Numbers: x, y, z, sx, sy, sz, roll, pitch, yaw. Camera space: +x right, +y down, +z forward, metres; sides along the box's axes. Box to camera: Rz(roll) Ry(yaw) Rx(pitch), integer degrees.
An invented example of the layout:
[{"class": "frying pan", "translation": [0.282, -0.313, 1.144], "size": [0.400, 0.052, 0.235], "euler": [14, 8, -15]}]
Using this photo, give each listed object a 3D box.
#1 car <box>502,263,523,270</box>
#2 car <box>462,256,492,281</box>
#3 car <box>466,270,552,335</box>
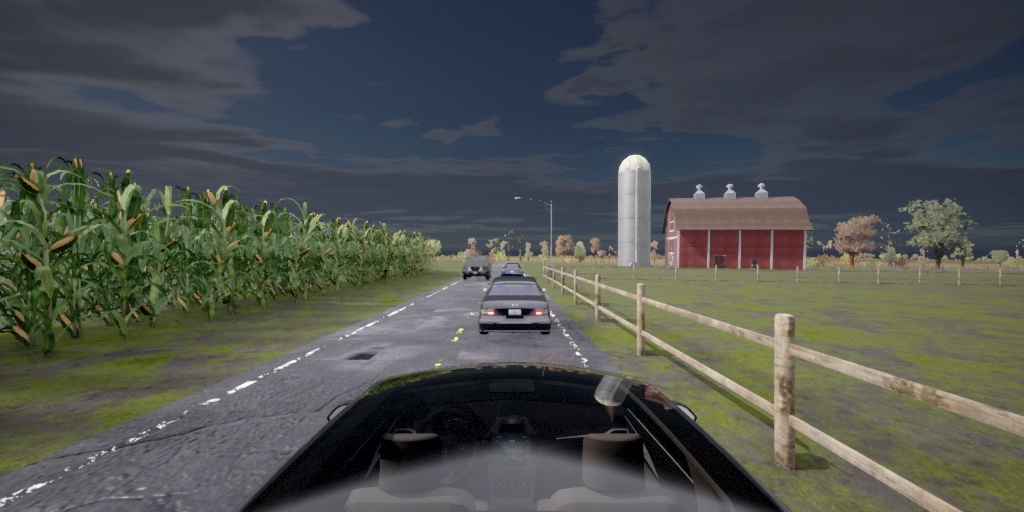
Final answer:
[{"class": "car", "translation": [0.043, 1.319, 32.732], "size": [1.994, 1.385, 4.181], "euler": [0, 0, 0]}, {"class": "car", "translation": [-2.889, 0.975, 30.735], "size": [2.150, 2.045, 5.566], "euler": [0, 0, 0]}, {"class": "car", "translation": [0.074, 1.297, 10.506], "size": [2.033, 1.411, 5.357], "euler": [0, 0, 0]}]
